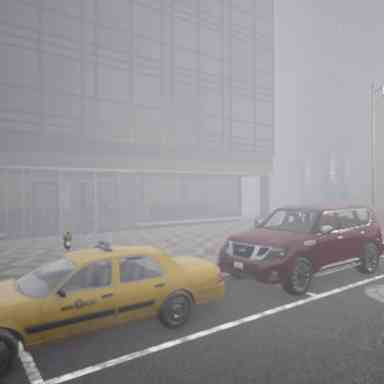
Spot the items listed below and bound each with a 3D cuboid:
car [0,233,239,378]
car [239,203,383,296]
[{"bbox_3d":[-1.662,1.512,5.348,4.829,1.417,1.752,-1,0,-35],"label":"car"},{"bbox_3d":[3.064,1.257,8.720,5.009,1.841,2.192,-1,0,-35],"label":"car"}]
